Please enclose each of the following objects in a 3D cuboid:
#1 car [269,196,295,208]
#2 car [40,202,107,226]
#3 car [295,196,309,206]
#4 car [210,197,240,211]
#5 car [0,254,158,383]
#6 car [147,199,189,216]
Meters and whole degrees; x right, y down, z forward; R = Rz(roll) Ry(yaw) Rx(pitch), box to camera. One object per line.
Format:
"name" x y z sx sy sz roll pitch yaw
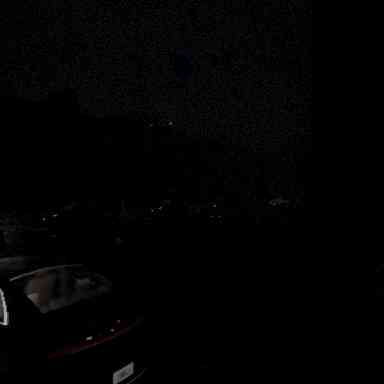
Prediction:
"car" 12.162 1.459 45.692 1.812 1.442 4.674 2 1 36
"car" -7.889 1.393 22.578 1.812 1.442 4.674 1 1 34
"car" 18.099 1.463 54.104 2.128 1.511 4.902 2 1 35
"car" 3.963 1.328 39.168 2.128 1.511 4.902 2 1 36
"car" -2.453 1.547 4.539 4.403 1.369 2.008 0 1 36
"car" -2.092 1.355 30.697 1.812 1.442 4.674 2 1 36
